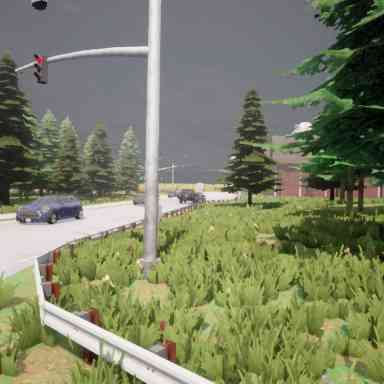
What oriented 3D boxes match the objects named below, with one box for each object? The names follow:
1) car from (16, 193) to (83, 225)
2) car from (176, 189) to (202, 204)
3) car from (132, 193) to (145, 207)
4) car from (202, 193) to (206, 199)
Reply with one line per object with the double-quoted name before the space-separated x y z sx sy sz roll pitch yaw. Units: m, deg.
"car" -8.657 0.952 20.627 2.097 1.767 4.553 1 1 10
"car" -0.341 0.591 46.832 2.150 2.045 5.566 1 1 9
"car" -5.391 0.897 38.590 1.837 1.490 4.892 1 1 9
"car" 1.241 0.788 57.384 2.033 1.411 5.357 1 1 9
